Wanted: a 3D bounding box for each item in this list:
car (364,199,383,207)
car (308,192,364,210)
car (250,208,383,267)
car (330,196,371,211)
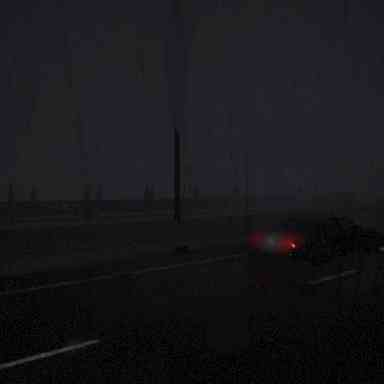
[{"bbox_3d":[16.789,1.339,28.871,4.892,1.490,1.837,0,0,-35],"label":"car"},{"bbox_3d":[13.015,1.068,30.480,5.566,2.045,2.150,0,0,-35],"label":"car"},{"bbox_3d":[4.366,1.493,11.163,5.357,1.411,2.033,0,0,-36],"label":"car"},{"bbox_3d":[18.420,1.288,38.627,4.902,1.511,2.128,0,0,-35],"label":"car"}]
